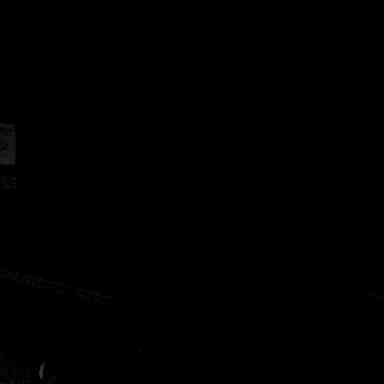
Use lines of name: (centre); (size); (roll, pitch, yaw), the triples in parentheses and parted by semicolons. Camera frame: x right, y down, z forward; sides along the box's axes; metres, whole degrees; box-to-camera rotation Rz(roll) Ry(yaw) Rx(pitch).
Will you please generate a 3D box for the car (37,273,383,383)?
car: (0.709, 1.477, 2.750); (5.008, 1.535, 2.097); (0, 0, 35)
